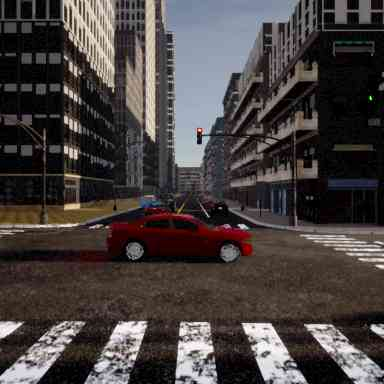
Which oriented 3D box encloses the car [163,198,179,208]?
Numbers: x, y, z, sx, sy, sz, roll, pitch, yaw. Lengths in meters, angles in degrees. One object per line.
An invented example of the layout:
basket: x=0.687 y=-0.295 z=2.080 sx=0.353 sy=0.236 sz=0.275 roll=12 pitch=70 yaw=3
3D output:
car: x=-3.068 y=1.570 z=49.667 sx=1.994 sy=1.385 sz=4.181 roll=0 pitch=0 yaw=0

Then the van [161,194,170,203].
van: x=-5.671 y=1.355 z=72.022 sx=1.690 sy=1.788 sz=3.998 roll=0 pitch=0 yaw=0

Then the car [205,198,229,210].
car: x=2.699 y=1.568 z=33.782 sx=1.947 sy=1.339 sz=4.313 roll=0 pitch=0 yaw=0

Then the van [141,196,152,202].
van: x=-5.680 y=1.346 z=43.751 sx=1.690 sy=1.788 sz=3.998 roll=0 pitch=0 yaw=0

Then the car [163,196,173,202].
car: x=-5.668 y=1.567 z=77.676 sx=2.008 sy=1.369 sz=4.403 roll=0 pitch=0 yaw=0

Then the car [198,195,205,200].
car: x=2.717 y=1.590 z=94.637 sx=1.947 sy=1.339 sz=4.313 roll=0 pitch=0 yaw=0

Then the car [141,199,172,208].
car: x=-3.093 y=1.603 z=29.586 sx=1.895 sy=1.301 sz=4.718 roll=0 pitch=0 yaw=0

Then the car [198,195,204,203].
car: x=2.707 y=1.560 z=60.712 sx=2.008 sy=1.369 sz=4.403 roll=0 pitch=0 yaw=0

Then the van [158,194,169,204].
van: x=-5.673 y=1.353 z=66.367 sx=1.690 sy=1.788 sz=3.998 roll=0 pitch=0 yaw=0

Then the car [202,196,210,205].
car: x=2.701 y=1.549 z=43.749 sx=1.887 sy=1.381 sz=4.507 roll=0 pitch=0 yaw=0

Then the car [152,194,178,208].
car: x=-3.092 y=1.224 z=39.483 sx=2.150 sy=2.045 sz=5.566 roll=0 pitch=0 yaw=0

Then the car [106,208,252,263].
car: x=-0.416 y=1.502 z=11.600 sx=5.008 sy=1.535 sz=1.882 roll=1 pitch=0 yaw=-1

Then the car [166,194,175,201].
car: x=-5.665 y=1.336 z=88.986 sx=2.192 sy=1.841 sz=5.009 roll=0 pitch=0 yaw=0
